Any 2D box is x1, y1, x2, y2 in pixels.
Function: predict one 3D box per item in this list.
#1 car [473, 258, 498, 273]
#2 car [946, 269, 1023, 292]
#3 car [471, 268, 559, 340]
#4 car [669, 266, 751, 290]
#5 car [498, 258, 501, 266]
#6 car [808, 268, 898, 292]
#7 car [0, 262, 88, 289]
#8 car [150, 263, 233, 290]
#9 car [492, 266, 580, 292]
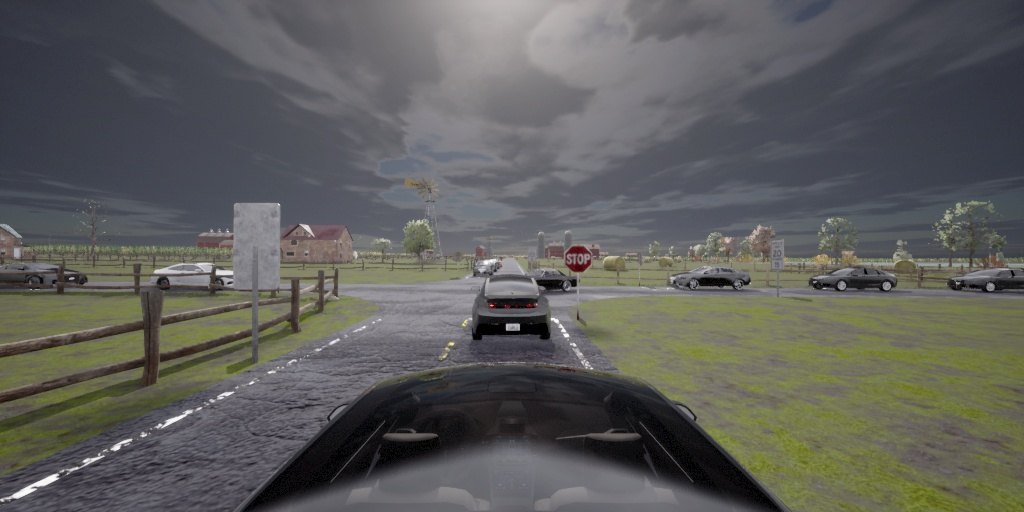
[{"bbox_3d":[-2.877,1.243,36.677,2.128,1.511,4.902,0,0,0],"label":"car"},{"bbox_3d":[31.692,1.587,23.575,4.892,1.490,1.837,1,-1,-1],"label":"car"},{"bbox_3d":[-0.078,1.256,9.992,1.837,1.490,4.892,0,0,-2],"label":"car"},{"bbox_3d":[12.788,1.397,23.273,4.902,1.511,2.128,1,-1,-2],"label":"car"},{"bbox_3d":[-2.874,1.242,46.123,2.128,1.511,4.902,0,0,0],"label":"car"},{"bbox_3d":[22.189,1.499,23.449,4.892,1.490,1.837,1,-1,-1],"label":"car"},{"bbox_3d":[-26.372,1.048,19.813,4.181,1.385,1.994,1,-1,-1],"label":"car"},{"bbox_3d":[-17.252,1.104,19.939,4.674,1.442,1.812,1,-1,-1],"label":"car"},{"bbox_3d":[1.491,1.369,20.039,4.718,1.301,1.895,1,0,-35],"label":"car"}]
